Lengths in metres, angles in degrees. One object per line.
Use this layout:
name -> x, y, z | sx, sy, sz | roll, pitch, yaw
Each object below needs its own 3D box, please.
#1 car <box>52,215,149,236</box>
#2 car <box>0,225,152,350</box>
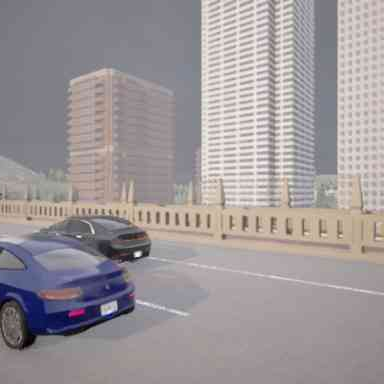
car -> -3.497, 1.503, 10.787 | 4.892, 1.490, 1.837 | 0, 0, 36
car -> -3.079, 1.525, 6.190 | 4.674, 1.442, 1.812 | 0, 0, 35
